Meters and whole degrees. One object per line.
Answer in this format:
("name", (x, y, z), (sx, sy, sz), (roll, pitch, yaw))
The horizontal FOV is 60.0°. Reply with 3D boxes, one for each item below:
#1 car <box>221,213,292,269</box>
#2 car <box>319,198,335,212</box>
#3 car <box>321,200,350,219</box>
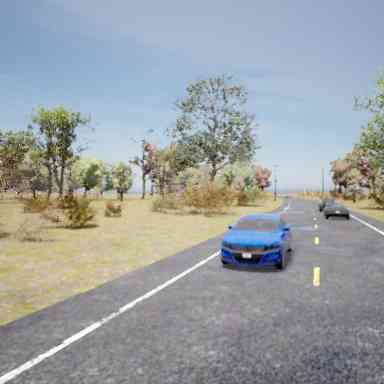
("car", (2.449, 1.545, 11.798), (1.882, 1.535, 5.008), (0, 0, 21))
("car", (17.300, 1.546, 42.276), (2.097, 1.767, 4.553), (0, 0, 19))
("car", (13.313, 1.709, 30.717), (1.994, 1.385, 4.181), (0, 0, 20))
